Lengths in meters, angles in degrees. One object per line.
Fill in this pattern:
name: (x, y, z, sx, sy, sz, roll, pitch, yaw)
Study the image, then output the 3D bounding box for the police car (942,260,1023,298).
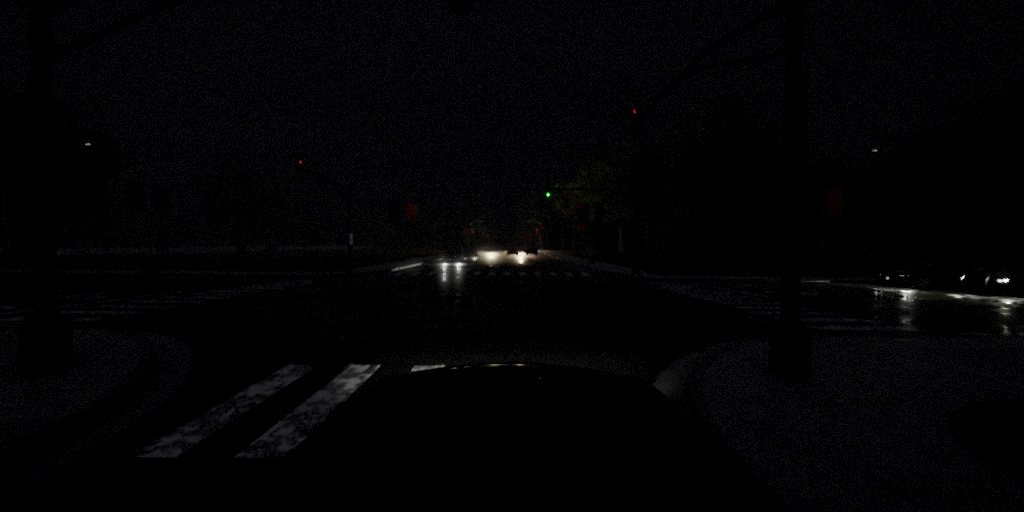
police car: (23.324, 1.038, 16.234, 4.974, 1.542, 2.038, 1, 1, 0)

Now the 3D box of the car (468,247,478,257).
car: (-6.389, -0.651, 55.481, 1.882, 1.535, 5.008, 0, 2, 0)

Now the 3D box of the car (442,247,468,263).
car: (-6.361, -0.056, 39.326, 1.837, 1.490, 4.892, 0, 2, 0)

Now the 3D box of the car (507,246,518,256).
car: (0.140, -0.772, 62.448, 1.895, 1.301, 4.718, 0, 2, 0)

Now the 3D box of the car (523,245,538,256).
car: (3.391, -0.852, 62.009, 1.837, 1.490, 4.892, 0, 2, 0)

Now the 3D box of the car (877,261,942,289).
car: (22.954, 0.979, 19.585, 4.892, 1.490, 1.837, 0, 1, 0)
